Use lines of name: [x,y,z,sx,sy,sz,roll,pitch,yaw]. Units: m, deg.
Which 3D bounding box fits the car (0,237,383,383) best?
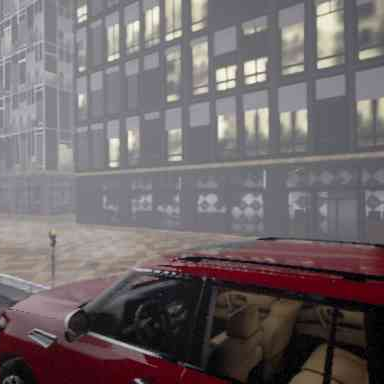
car: [0.403,1.313,2.610,5.009,1.841,2.192,0,-1,35]
